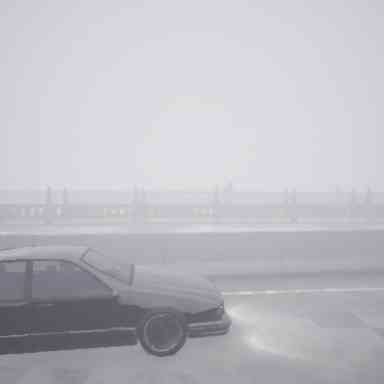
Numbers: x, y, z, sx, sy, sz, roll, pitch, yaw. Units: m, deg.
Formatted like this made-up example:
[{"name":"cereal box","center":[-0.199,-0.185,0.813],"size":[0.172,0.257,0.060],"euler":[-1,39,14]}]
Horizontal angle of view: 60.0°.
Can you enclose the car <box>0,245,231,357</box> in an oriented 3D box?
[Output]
[{"name":"car","center":[-2.178,1.588,5.180],"size":[5.357,1.411,2.033],"euler":[0,-1,-9]}]
